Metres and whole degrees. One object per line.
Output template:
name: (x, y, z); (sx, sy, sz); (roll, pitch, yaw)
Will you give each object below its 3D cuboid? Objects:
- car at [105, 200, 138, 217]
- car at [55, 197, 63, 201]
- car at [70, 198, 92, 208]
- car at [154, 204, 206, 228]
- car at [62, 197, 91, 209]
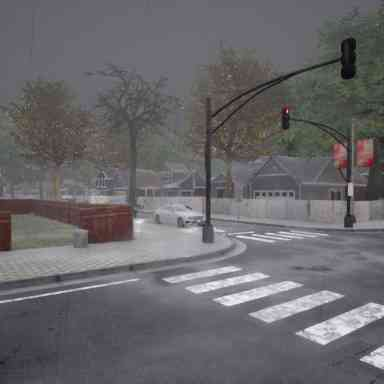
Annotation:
car: (-6.762, 1.513, 30.855); (1.882, 1.535, 5.008); (0, 0, -36)
car: (-22.266, 1.599, 57.466); (2.128, 1.511, 4.902); (0, 0, -36)
car: (-16.614, 1.653, 49.653); (1.994, 1.385, 4.181); (0, 0, -35)
car: (-0.933, 1.547, 22.681); (1.812, 1.442, 4.674); (0, 0, -36)
car: (-14.165, 1.533, 41.250); (1.882, 1.535, 5.008); (0, 0, -35)
